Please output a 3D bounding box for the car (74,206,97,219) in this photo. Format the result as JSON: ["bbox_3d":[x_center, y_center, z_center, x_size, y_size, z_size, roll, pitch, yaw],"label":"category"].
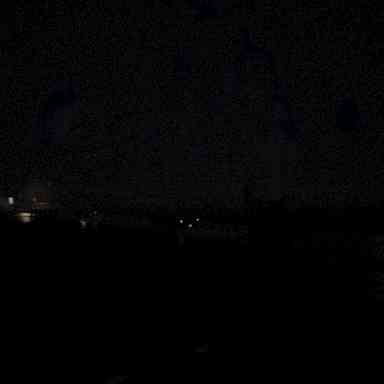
[{"bbox_3d":[-14.190,2.676,44.023,1.837,1.490,4.892,-3,0,-35],"label":"car"}]

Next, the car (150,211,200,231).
[{"bbox_3d":[-1.412,2.208,25.933,1.895,1.301,4.718,-3,0,-35],"label":"car"}]
